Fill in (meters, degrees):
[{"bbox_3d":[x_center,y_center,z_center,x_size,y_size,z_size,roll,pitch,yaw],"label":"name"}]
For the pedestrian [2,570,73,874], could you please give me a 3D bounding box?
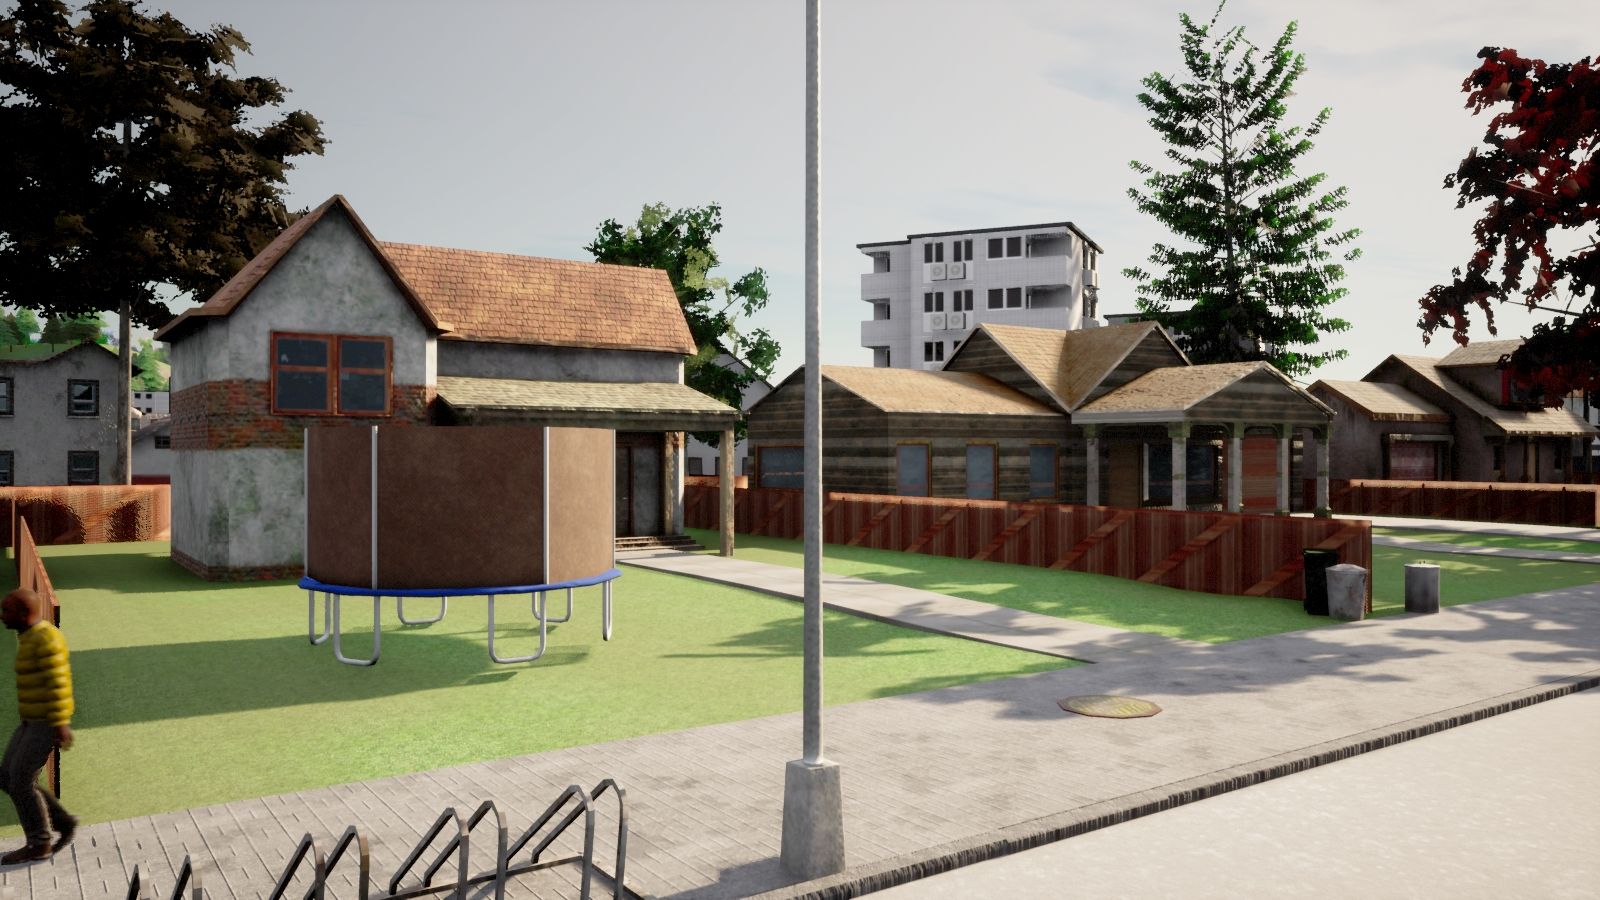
[{"bbox_3d":[-4.984,1.744,7.465,0.375,1.860,0.375,0,0,-35],"label":"pedestrian"}]
